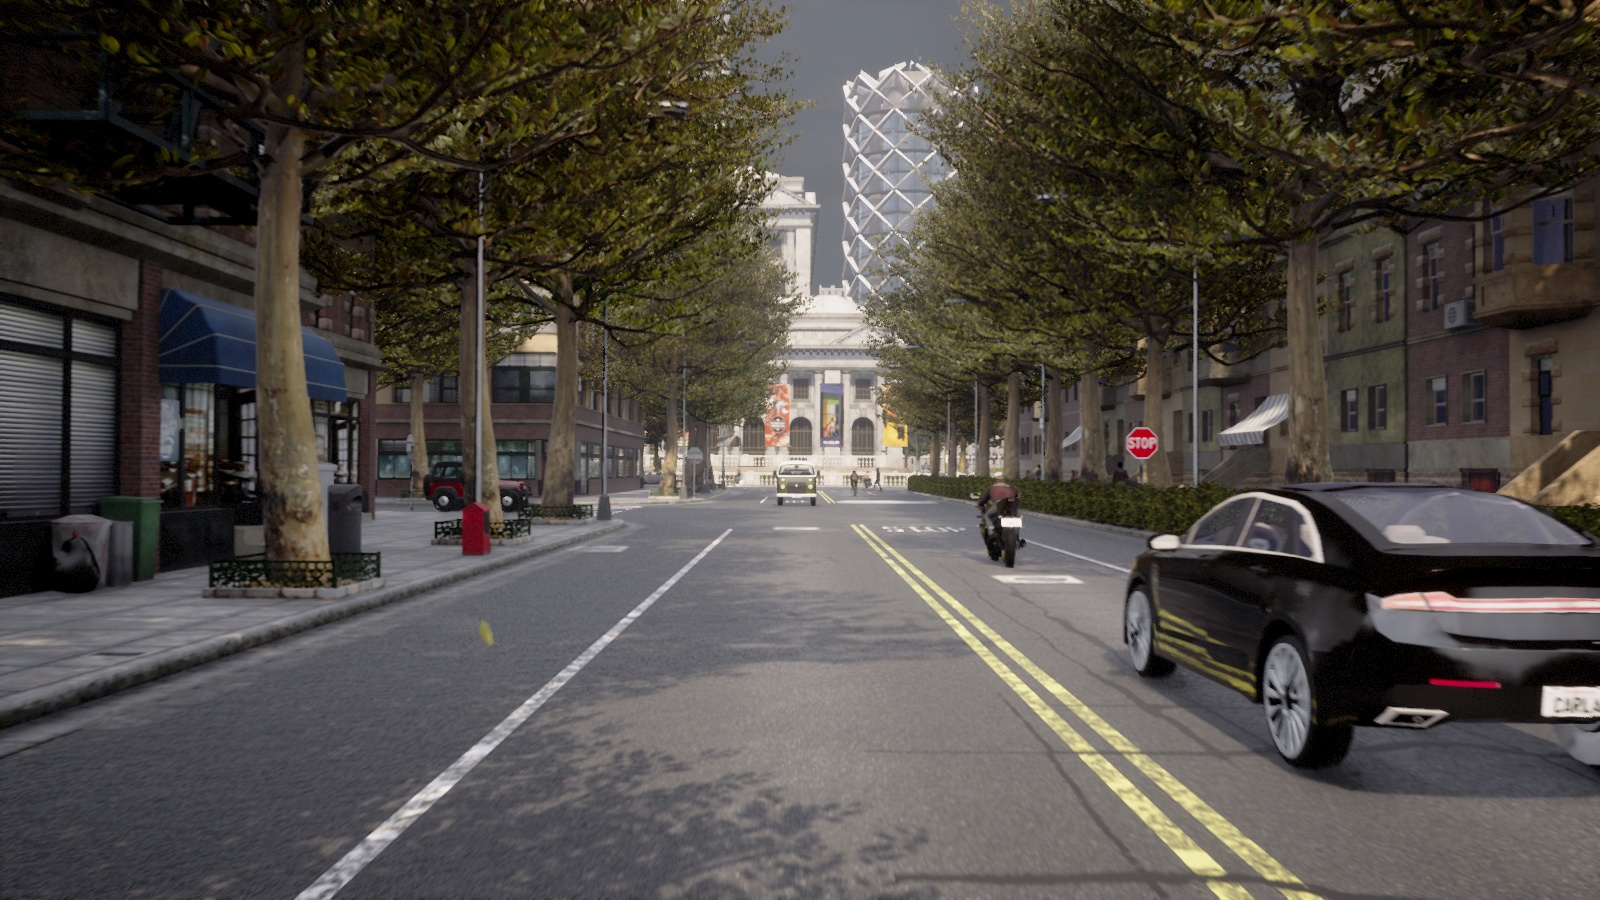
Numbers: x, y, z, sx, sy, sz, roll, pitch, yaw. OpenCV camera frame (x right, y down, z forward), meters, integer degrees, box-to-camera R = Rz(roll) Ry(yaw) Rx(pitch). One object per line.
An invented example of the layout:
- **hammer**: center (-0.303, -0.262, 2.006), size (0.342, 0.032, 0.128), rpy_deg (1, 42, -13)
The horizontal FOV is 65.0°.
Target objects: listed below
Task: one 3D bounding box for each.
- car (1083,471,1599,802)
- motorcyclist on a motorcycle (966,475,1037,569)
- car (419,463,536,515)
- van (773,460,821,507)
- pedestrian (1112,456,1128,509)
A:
- **car**: center (3.480, 0.894, 8.213), size (2.128, 1.511, 4.902), rpy_deg (0, -1, 0)
- **motorcyclist on a motorcycle**: center (3.447, 1.198, 21.654), size (0.866, 1.530, 2.191), rpy_deg (0, -1, 0)
- **car**: center (-11.961, 1.441, 46.739), size (3.866, 1.878, 1.905), rpy_deg (0, -1, -1)
- **van**: center (-0.140, 1.492, 56.949), size (2.069, 2.038, 4.480), rpy_deg (0, -1, 0)
- **pedestrian**: center (11.721, 1.195, 46.043), size (0.402, 1.930, 0.666), rpy_deg (0, -1, 0)
